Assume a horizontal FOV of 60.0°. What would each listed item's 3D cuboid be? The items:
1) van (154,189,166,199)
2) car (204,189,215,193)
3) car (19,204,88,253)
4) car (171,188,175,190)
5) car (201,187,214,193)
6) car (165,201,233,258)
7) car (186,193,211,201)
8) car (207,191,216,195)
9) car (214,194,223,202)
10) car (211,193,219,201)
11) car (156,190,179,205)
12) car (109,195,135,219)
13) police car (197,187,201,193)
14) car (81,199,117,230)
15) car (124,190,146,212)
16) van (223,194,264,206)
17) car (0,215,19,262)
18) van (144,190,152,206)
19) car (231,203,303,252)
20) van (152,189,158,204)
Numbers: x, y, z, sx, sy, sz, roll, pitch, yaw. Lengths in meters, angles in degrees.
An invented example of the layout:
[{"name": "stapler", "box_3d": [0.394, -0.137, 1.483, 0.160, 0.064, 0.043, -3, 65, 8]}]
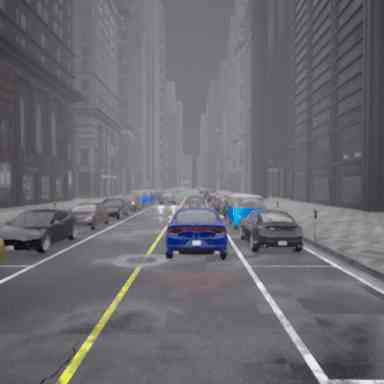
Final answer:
[{"name": "van", "box_3d": [-5.449, 0.311, 57.613, 1.690, 1.788, 3.998, 0, 1, 0]}, {"name": "car", "box_3d": [3.014, 0.711, 46.314, 1.887, 1.381, 4.507, 0, 1, 0]}, {"name": "car", "box_3d": [-5.696, 1.333, 12.532, 1.947, 1.339, 4.313, 0, 1, 0]}, {"name": "car", "box_3d": [-5.356, 0.227, 74.524, 1.887, 1.381, 4.507, 0, 1, 0]}, {"name": "car", "box_3d": [3.075, 0.285, 57.580, 2.192, 1.841, 5.009, 0, 1, 0]}, {"name": "car", "box_3d": [0.145, 1.259, 11.765, 1.882, 1.535, 5.008, 0, 0, 0]}, {"name": "car", "box_3d": [0.237, 1.041, 27.751, 2.033, 1.411, 5.357, 0, 1, 0]}, {"name": "car", "box_3d": [2.952, 0.914, 35.044, 2.008, 1.369, 4.403, 0, 1, 0]}, {"name": "car", "box_3d": [2.890, 1.115, 23.773, 2.008, 1.369, 4.403, 0, 1, 0]}, {"name": "car", "box_3d": [2.921, 1.045, 29.409, 1.802, 1.307, 4.206, 0, 1, 0]}, {"name": "car", "box_3d": [-2.877, 0.805, 39.849, 1.812, 1.442, 4.674, 0, 1, 0]}, {"name": "car", "box_3d": [-5.635, 1.130, 23.804, 1.947, 1.339, 4.313, 0, 1, 0]}, {"name": "police car", "box_3d": [2.845, -0.106, 87.186, 1.930, 1.638, 5.238, 0, 1, 0]}, {"name": "car", "box_3d": [-5.665, 1.247, 18.169, 1.802, 1.307, 4.206, 0, 1, 0]}, {"name": "car", "box_3d": [-5.604, 0.903, 29.438, 1.967, 1.590, 4.097, 0, 1, 0]}, {"name": "van", "box_3d": [2.859, 1.006, 18.134, 1.690, 1.788, 3.998, 0, 1, 0]}, {"name": "car", "box_3d": [-5.728, 1.399, 6.726, 1.752, 1.417, 4.829, 0, 1, 0]}, {"name": "van", "box_3d": [-5.573, 0.705, 35.071, 1.690, 1.788, 3.998, 0, 1, 0]}, {"name": "car", "box_3d": [2.828, 1.318, 12.502, 2.008, 1.369, 4.403, 0, 1, 0]}, {"name": "van", "box_3d": [-5.542, 0.606, 40.707, 1.690, 1.788, 3.998, 0, 1, 0]}]
